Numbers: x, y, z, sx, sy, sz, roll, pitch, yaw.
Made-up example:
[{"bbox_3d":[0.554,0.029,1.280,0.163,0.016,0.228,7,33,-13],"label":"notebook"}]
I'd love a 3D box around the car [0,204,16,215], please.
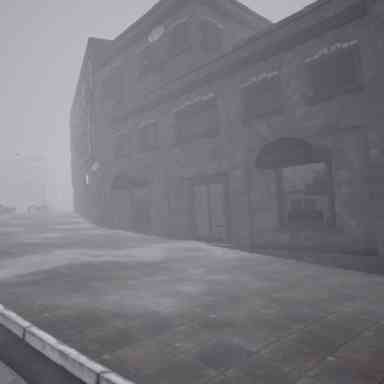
[{"bbox_3d":[-23.205,2.148,40.316,1.895,1.301,4.718,-3,-1,-4],"label":"car"}]

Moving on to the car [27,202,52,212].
[{"bbox_3d":[-23.976,2.274,51.747,1.812,1.442,4.674,-3,-1,-2],"label":"car"}]

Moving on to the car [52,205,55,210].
[{"bbox_3d":[-27.926,2.777,63.266,2.033,1.411,5.357,-3,-1,-2],"label":"car"}]
